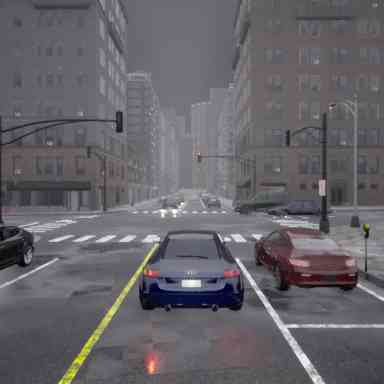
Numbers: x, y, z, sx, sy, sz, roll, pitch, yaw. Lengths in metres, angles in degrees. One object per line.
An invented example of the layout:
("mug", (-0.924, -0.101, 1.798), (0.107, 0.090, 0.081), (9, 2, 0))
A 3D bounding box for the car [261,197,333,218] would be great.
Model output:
("car", (8.946, 1.386, 27.984), (5.357, 1.411, 2.033), (-1, 0, 0))

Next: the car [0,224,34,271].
("car", (-5.766, 1.564, 8.722), (1.947, 1.339, 4.313), (0, 0, 0))

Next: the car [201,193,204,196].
("car", (3.227, 1.425, 68.138), (1.802, 1.307, 4.206), (0, 0, 0))

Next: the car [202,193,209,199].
("car", (3.816, 1.145, 93.078), (1.882, 1.535, 5.008), (0, 0, 0))

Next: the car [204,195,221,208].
("car", (3.034, 1.508, 45.929), (1.802, 1.307, 4.206), (0, 0, 0))

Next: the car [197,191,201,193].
("car", (0.601, 1.088, 84.368), (2.128, 1.511, 4.902), (0, 0, 0))

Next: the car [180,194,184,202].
("car", (-2.753, 1.428, 53.808), (1.812, 1.442, 4.674), (0, 0, 0))

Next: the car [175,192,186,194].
("car", (-2.561, 1.337, 67.708), (2.128, 1.511, 4.902), (0, 0, 1))

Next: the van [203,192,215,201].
("van", (3.081, 1.250, 51.480), (1.690, 1.788, 3.998), (0, 0, 0))

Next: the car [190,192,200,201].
("car", (0.516, 1.319, 74.368), (1.812, 1.442, 4.674), (0, 0, 0))

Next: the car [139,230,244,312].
("car", (0.002, 1.562, 7.799), (1.994, 1.385, 4.181), (0, 0, 0))

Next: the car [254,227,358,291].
("car", (2.759, 1.580, 8.720), (1.802, 1.307, 4.206), (0, 0, 0))

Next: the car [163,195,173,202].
("car", (-5.251, 1.358, 73.770), (2.008, 1.369, 4.403), (0, 0, 0))

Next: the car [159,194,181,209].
("car", (-2.838, 1.437, 43.904), (1.837, 1.490, 4.892), (0, 0, 2))

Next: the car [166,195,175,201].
("car", (-5.203, 1.349, 79.322), (1.802, 1.307, 4.206), (0, 0, 0))

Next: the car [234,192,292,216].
("car", (6.760, 1.101, 31.240), (5.566, 2.045, 2.150), (-2, 0, 0))

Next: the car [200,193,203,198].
("car", (3.274, 1.389, 73.694), (1.802, 1.307, 4.206), (0, 0, 0))
